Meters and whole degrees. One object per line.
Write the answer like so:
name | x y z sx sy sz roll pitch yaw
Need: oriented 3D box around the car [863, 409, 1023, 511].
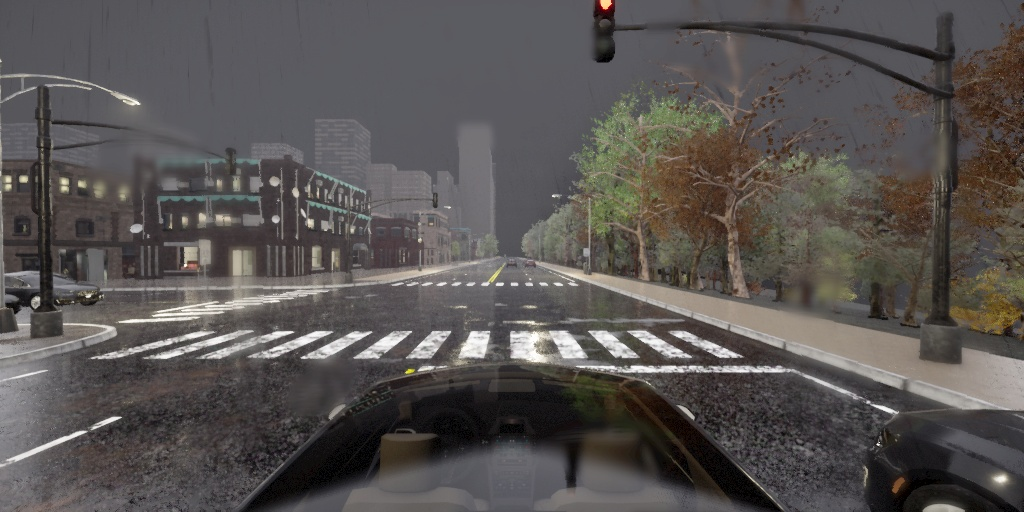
car | 3.353 1.255 0.435 1.837 1.490 4.892 0 0 0

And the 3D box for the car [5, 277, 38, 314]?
car | -19.973 1.565 12.427 4.313 1.339 1.948 0 0 0

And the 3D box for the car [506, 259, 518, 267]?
car | -0.048 1.231 63.053 1.837 1.490 4.892 0 0 0

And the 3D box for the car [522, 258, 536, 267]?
car | 3.204 1.252 63.367 1.812 1.442 4.674 0 0 0

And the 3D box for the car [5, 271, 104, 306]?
car | -20.315 1.480 15.131 4.892 1.490 1.837 -1 1 0
